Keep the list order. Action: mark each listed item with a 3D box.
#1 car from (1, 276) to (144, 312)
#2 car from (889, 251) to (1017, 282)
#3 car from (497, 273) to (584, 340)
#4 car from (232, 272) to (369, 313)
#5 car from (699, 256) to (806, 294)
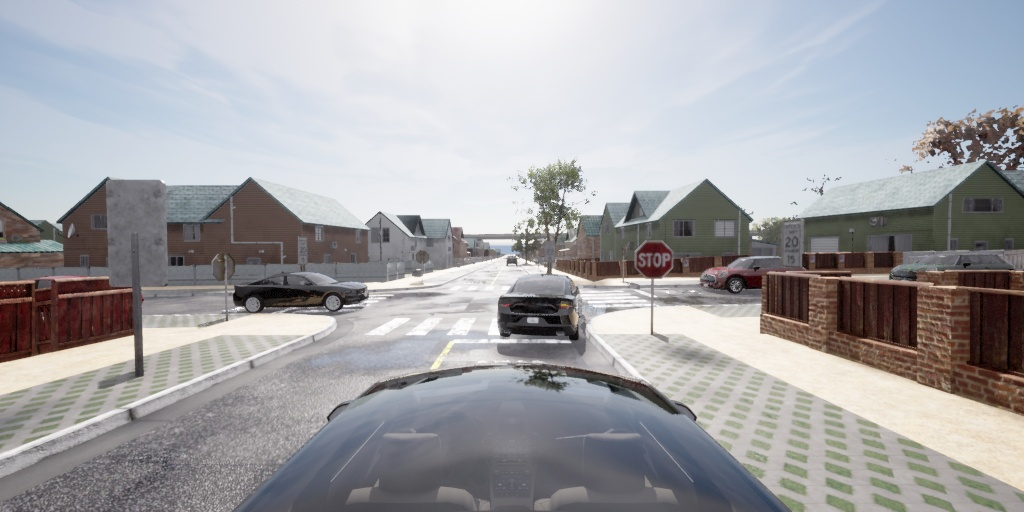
[{"bbox_3d":[-18.022,1.547,14.547,5.008,1.535,1.882,-1,2,0],"label":"car"},{"bbox_3d":[21.700,0.646,17.768,4.553,1.767,2.097,-1,2,0],"label":"car"},{"bbox_3d":[0.957,1.225,10.085,1.882,1.535,5.008,0,0,12],"label":"car"},{"bbox_3d":[-8.469,1.377,14.611,5.008,1.535,1.882,-1,2,0],"label":"car"},{"bbox_3d":[11.805,0.821,17.695,4.553,1.767,2.097,-1,2,0],"label":"car"}]
